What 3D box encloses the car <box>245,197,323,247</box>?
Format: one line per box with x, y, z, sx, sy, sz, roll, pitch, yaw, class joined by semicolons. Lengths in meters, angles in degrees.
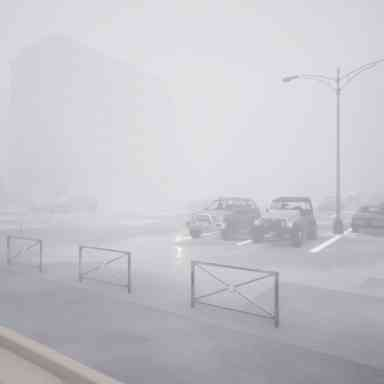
4.062;1.156;14.223;1.905;1.878;3.866;0;0;34;car

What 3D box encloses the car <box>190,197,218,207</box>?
1.985;1.546;54.165;2.033;1.411;5.357;0;0;34;car

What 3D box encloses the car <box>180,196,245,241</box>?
1.693;1.153;15.888;1.932;1.855;4.605;0;0;34;car

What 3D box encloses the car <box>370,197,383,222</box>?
16.077;1.395;27.187;1.970;1.475;3.806;0;0;34;car

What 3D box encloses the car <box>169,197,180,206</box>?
-1.885;1.491;54.703;2.128;1.511;4.902;0;0;34;car

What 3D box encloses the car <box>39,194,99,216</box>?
-11.976;1.219;33.482;2.150;2.045;5.566;0;0;34;car

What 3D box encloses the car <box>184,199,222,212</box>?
1.438;1.551;40.500;2.033;1.411;5.357;0;0;34;car

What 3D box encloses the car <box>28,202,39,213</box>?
-14.935;1.351;35.352;2.097;1.767;4.553;0;0;34;car
